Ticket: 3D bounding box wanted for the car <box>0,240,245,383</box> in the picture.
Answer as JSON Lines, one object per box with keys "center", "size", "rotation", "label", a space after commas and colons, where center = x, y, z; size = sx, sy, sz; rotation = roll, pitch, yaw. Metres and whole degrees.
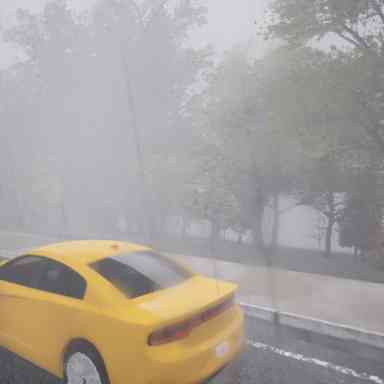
{"center": [-1.700, 1.459, 4.888], "size": [5.008, 1.535, 1.882], "rotation": [0, 0, 35], "label": "car"}
